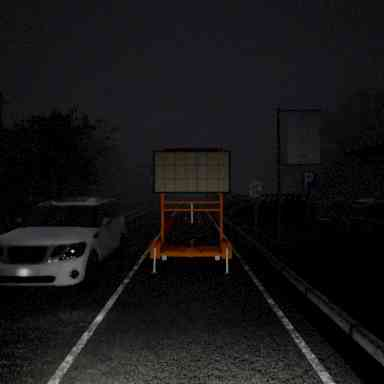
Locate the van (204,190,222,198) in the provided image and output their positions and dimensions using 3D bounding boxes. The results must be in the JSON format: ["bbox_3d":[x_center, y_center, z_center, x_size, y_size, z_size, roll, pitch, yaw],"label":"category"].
[{"bbox_3d":[5.318,0.540,84.937,4.442,1.987,1.878,0,1,0],"label":"van"}]

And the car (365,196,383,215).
[{"bbox_3d":[18.736,1.360,29.734,5.008,1.535,2.097,0,0,0],"label":"car"}]

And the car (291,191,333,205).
[{"bbox_3d":[18.672,0.940,51.943,5.566,2.045,2.435,0,1,0],"label":"car"}]

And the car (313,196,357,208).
[{"bbox_3d":[18.647,1.308,43.611,4.792,1.488,2.163,0,1,0],"label":"car"}]

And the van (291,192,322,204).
[{"bbox_3d":[18.750,0.930,54.720,4.442,1.987,1.878,0,1,0],"label":"van"}]

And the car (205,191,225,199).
[{"bbox_3d":[5.425,0.712,79.332,4.553,1.767,2.185,0,1,0],"label":"car"}]

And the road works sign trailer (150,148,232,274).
[{"bbox_3d":[0.000,0.435,10.484,2.380,3.560,2.880,0,0,1],"label":"road works sign trailer"}]

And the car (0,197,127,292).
[{"bbox_3d":[-3.273,1.198,9.230,2.150,2.045,5.566,0,0,0],"label":"car"}]

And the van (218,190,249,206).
[{"bbox_3d":[5.505,1.095,37.280,4.442,1.987,1.878,0,0,0],"label":"van"}]

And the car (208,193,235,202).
[{"bbox_3d":[5.516,1.055,62.516,4.892,1.521,2.231,0,1,0],"label":"car"}]

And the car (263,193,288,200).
[{"bbox_3d":[18.563,0.907,74.151,4.892,1.521,2.231,0,1,0],"label":"car"}]

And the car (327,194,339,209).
[{"bbox_3d":[18.693,1.316,38.062,5.008,1.535,2.097,0,0,0],"label":"car"}]

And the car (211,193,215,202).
[{"bbox_3d":[5.584,1.229,48.498,4.892,1.521,2.231,0,1,0],"label":"car"}]

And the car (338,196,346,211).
[{"bbox_3d":[18.703,1.334,35.284,4.892,1.521,2.231,0,0,0],"label":"car"}]

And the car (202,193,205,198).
[{"bbox_3d":[5.461,0.695,70.921,5.566,2.045,2.435,0,1,0],"label":"car"}]

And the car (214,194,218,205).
[{"bbox_3d":[5.629,1.312,42.887,4.792,1.488,2.163,0,0,0],"label":"car"}]

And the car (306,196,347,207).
[{"bbox_3d":[18.694,1.280,46.395,4.792,1.488,2.163,0,1,0],"label":"car"}]

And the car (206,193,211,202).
[{"bbox_3d":[5.527,0.911,54.102,5.566,2.045,2.435,0,1,0],"label":"car"}]

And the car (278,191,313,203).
[{"bbox_3d":[18.640,0.833,60.269,5.566,2.045,2.435,0,1,0],"label":"car"}]

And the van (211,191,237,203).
[{"bbox_3d":[5.650,0.864,59.710,4.442,1.987,1.878,0,1,0],"label":"van"}]

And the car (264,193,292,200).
[{"bbox_3d":[18.382,0.939,71.373,5.366,1.575,1.946,0,1,0],"label":"car"}]

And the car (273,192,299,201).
[{"bbox_3d":[18.620,0.887,65.823,4.553,1.767,2.185,0,1,0],"label":"car"}]

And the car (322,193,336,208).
[{"bbox_3d":[18.872,1.294,40.840,5.366,1.575,1.946,0,0,0],"label":"car"}]

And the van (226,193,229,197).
[{"bbox_3d":[5.760,1.124,31.671,4.442,1.987,1.878,0,0,0],"label":"van"}]

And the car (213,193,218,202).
[{"bbox_3d":[5.586,1.297,45.695,4.674,1.452,2.002,0,1,0],"label":"car"}]

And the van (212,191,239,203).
[{"bbox_3d":[5.661,0.900,56.907,4.442,1.987,1.878,0,1,0],"label":"van"}]

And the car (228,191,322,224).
[{"bbox_3d":[5.648,1.140,23.260,5.566,2.045,2.435,0,0,0],"label":"car"}]

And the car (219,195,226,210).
[{"bbox_3d":[5.627,1.335,34.475,5.008,1.535,2.097,0,0,0],"label":"car"}]

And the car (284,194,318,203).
[{"bbox_3d":[18.808,1.117,57.497,5.366,1.575,1.946,0,1,0],"label":"car"}]

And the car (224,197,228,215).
[{"bbox_3d":[5.480,1.375,26.065,5.366,1.575,1.946,0,0,0],"label":"car"}]

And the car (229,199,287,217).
[{"bbox_3d":[5.657,1.404,28.869,4.674,1.452,2.002,0,0,0],"label":"car"}]

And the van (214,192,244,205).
[{"bbox_3d":[5.683,0.972,51.303,4.442,1.987,1.878,0,1,0],"label":"van"}]

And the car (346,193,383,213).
[{"bbox_3d":[18.691,1.095,32.509,5.566,2.045,2.435,0,0,0],"label":"car"}]

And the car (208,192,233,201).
[{"bbox_3d":[5.543,0.892,65.317,4.553,1.767,2.185,0,1,0],"label":"car"}]

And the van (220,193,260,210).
[{"bbox_3d":[5.727,1.076,40.083,4.442,1.987,1.878,0,0,0],"label":"van"}]
